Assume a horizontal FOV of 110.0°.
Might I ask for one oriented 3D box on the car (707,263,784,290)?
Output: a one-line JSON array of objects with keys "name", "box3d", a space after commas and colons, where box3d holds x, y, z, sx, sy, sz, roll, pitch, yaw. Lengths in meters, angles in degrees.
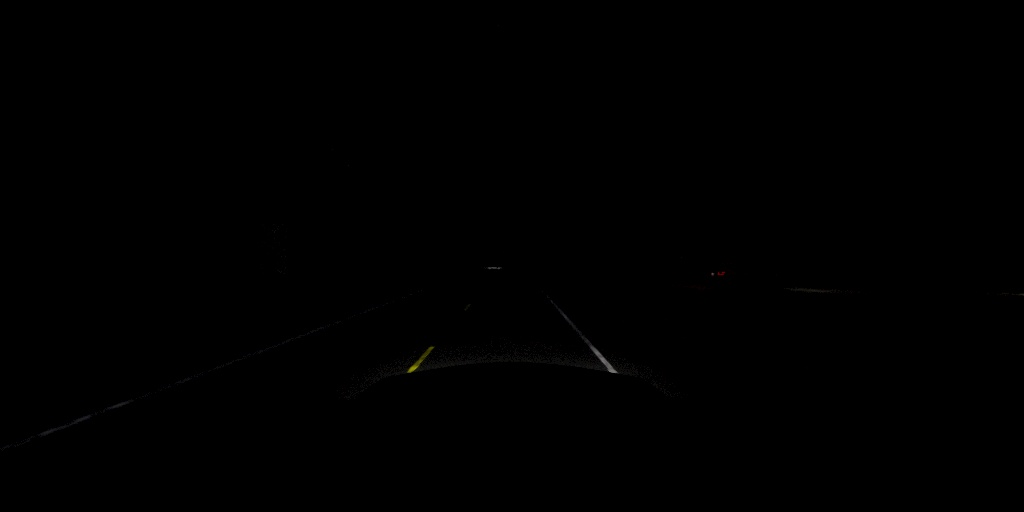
[{"name": "car", "box3d": [18.941, 1.616, 29.194, 5.566, 2.045, 2.150, 2, -1, -2]}]
